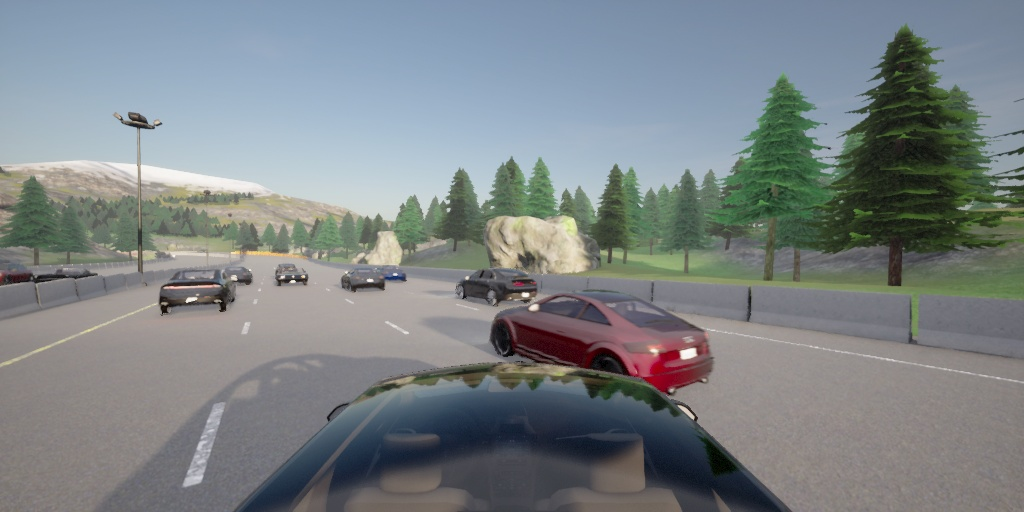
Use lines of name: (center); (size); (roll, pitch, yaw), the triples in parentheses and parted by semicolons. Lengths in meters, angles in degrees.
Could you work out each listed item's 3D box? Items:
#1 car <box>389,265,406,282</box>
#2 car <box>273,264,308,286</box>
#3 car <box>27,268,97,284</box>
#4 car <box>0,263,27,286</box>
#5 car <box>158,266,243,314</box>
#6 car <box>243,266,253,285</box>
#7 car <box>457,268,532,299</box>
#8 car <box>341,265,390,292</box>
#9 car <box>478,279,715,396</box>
car: (-10.474, 1.466, 30.391); (1.994, 1.385, 4.181); (0, -1, -34)
car: (-16.346, 1.494, 26.580); (1.895, 1.301, 4.718); (0, -1, -34)
car: (-33.851, 1.571, 27.255); (1.895, 1.301, 4.718); (0, -1, -33)
car: (-37.097, 1.322, 25.815); (2.097, 1.767, 4.553); (0, -1, -33)
car: (-12.125, 1.276, 14.039); (2.128, 1.511, 4.902); (0, 0, -34)
car: (-21.194, 1.484, 27.513); (1.994, 1.385, 4.181); (0, -1, -34)
car: (-0.820, 1.283, 16.048); (1.837, 1.490, 4.892); (0, 0, -34)
car: (-9.387, 1.398, 22.507); (1.994, 1.385, 4.181); (0, 0, -34)
car: (1.316, 1.318, 6.605); (1.994, 1.385, 4.181); (0, 0, -34)
